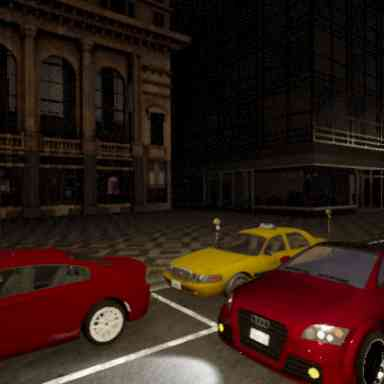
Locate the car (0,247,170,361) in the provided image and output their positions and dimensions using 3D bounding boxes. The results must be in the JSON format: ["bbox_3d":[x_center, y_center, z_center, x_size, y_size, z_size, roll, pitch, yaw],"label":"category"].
[{"bbox_3d":[-2.778,1.564,4.767,4.507,1.381,1.887,-1,1,-36],"label":"car"}]

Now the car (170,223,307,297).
[{"bbox_3d":[1.638,1.464,7.969,4.829,1.417,1.752,-1,1,-36],"label":"car"}]

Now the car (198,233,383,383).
[{"bbox_3d":[2.412,1.506,5.130,4.181,1.385,1.994,-1,0,-36],"label":"car"}]
